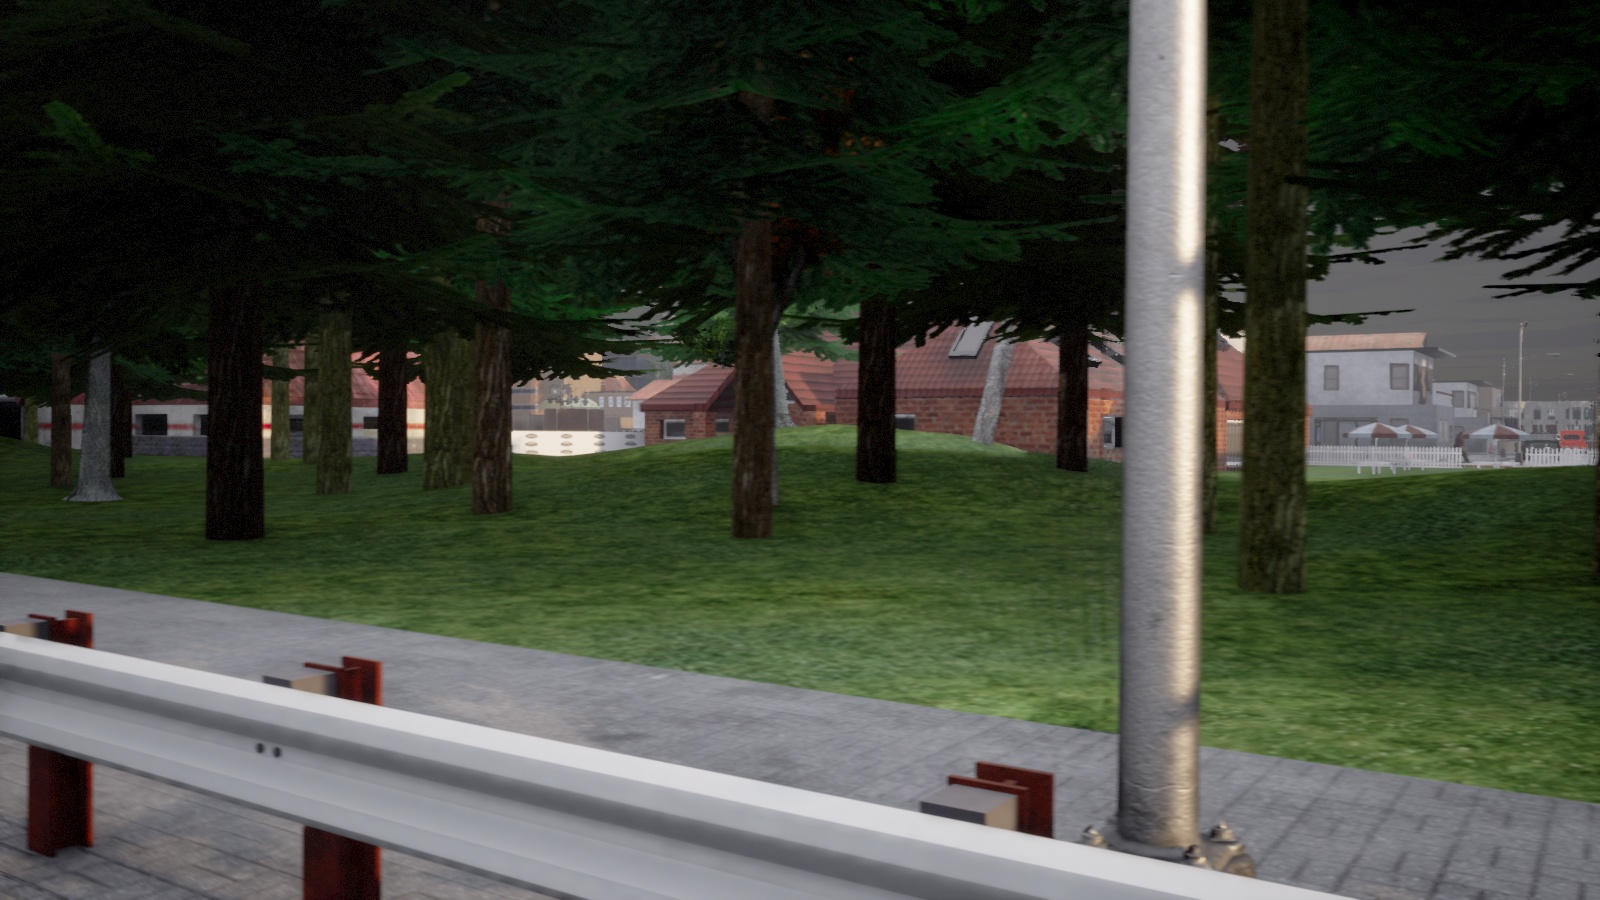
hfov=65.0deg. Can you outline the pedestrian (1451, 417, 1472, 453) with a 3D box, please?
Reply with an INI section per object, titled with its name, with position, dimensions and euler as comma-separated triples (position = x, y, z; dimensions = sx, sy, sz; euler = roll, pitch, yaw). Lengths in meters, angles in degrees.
[pedestrian]
position = 34.446, -0.769, 65.417
dimensions = 0.899, 1.844, 0.634
euler = 0, 1, 33
